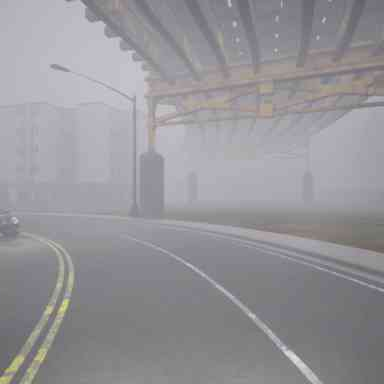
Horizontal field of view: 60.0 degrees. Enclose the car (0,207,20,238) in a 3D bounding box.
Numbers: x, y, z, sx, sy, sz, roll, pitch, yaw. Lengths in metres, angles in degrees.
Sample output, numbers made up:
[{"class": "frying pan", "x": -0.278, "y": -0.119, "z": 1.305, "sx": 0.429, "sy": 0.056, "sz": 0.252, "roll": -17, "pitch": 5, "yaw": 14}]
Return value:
[{"class": "car", "x": -10.339, "y": 1.350, "z": 16.498, "sx": 4.553, "sy": 1.767, "sz": 2.097, "roll": 0, "pitch": 0, "yaw": 42}]
